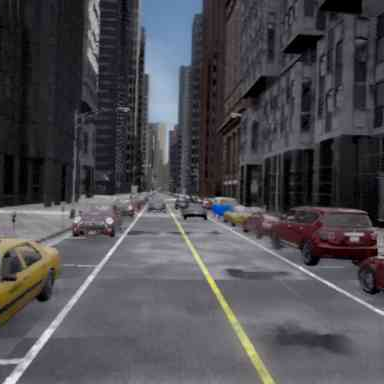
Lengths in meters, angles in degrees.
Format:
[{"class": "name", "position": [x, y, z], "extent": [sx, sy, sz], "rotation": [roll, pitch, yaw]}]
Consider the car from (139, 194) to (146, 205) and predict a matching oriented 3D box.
[{"class": "car", "position": [-6.826, 1.298, 38.954], "extent": [1.947, 1.339, 4.313], "rotation": [2, 0, -6]}]

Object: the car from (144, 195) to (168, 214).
[{"class": "car", "position": [-3.508, 1.345, 33.502], "extent": [1.837, 1.490, 4.892], "rotation": [2, 0, -6]}]

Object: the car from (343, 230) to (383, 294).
[{"class": "car", "position": [4.982, 1.720, 6.369], "extent": [1.802, 1.307, 4.206], "rotation": [2, 0, -6]}]

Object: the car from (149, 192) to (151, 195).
[{"class": "car", "position": [-9.045, 1.180, 61.251], "extent": [1.887, 1.381, 4.507], "rotation": [2, 0, -6]}]

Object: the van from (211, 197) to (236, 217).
[{"class": "van", "position": [2.770, 1.377, 28.666], "extent": [1.690, 1.788, 3.998], "rotation": [2, 0, -6]}]

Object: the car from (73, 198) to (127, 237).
[{"class": "car", "position": [-4.602, 1.274, 16.658], "extent": [1.967, 1.590, 4.097], "rotation": [2, 0, -6]}]

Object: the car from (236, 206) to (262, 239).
[{"class": "car", "position": [3.872, 1.669, 17.518], "extent": [1.802, 1.307, 4.206], "rotation": [2, 0, -6]}]

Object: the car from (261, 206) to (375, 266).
[{"class": "car", "position": [4.435, 1.427, 11.943], "extent": [2.192, 1.841, 5.009], "rotation": [2, 0, -6]}]

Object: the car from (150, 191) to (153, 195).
[{"class": "car", "position": [-9.592, 0.927, 66.825], "extent": [2.192, 1.841, 5.009], "rotation": [2, 0, -6]}]

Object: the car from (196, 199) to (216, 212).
[{"class": "car", "position": [1.652, 1.568, 39.816], "extent": [1.802, 1.307, 4.206], "rotation": [2, 0, -6]}]

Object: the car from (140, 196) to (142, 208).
[{"class": "car", "position": [-6.271, 1.339, 33.380], "extent": [1.802, 1.307, 4.206], "rotation": [2, 0, -6]}]

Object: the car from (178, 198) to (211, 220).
[{"class": "car", "position": [0.124, 1.522, 28.042], "extent": [1.994, 1.385, 4.181], "rotation": [2, 0, -5]}]

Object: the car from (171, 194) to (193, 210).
[{"class": "car", "position": [-1.182, 1.391, 40.819], "extent": [2.128, 1.511, 4.902], "rotation": [2, 0, -5]}]

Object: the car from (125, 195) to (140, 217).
[{"class": "car", "position": [-5.712, 1.223, 27.806], "extent": [1.967, 1.590, 4.097], "rotation": [2, 0, -6]}]

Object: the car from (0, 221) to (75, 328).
[{"class": "car", "position": [-3.477, 1.411, 5.340], "extent": [1.752, 1.417, 4.829], "rotation": [2, 0, -6]}]

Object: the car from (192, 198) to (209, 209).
[{"class": "car", "position": [1.097, 1.543, 45.390], "extent": [1.802, 1.307, 4.206], "rotation": [2, 0, -6]}]

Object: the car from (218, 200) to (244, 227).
[{"class": "car", "position": [3.302, 1.586, 23.261], "extent": [1.752, 1.417, 4.829], "rotation": [2, 0, -6]}]

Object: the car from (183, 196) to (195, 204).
[{"class": "car", "position": [-0.567, 1.433, 62.114], "extent": [1.887, 1.381, 4.507], "rotation": [2, 0, -6]}]

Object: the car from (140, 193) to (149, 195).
[{"class": "car", "position": [-7.935, 1.234, 50.102], "extent": [2.008, 1.369, 4.403], "rotation": [2, 0, -6]}]

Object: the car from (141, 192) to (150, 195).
[{"class": "car", "position": [-8.472, 1.185, 55.507], "extent": [1.752, 1.417, 4.829], "rotation": [2, 0, -6]}]

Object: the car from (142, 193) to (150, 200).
[{"class": "car", "position": [-10.692, 1.090, 77.804], "extent": [1.752, 1.417, 4.829], "rotation": [2, 0, -6]}]
